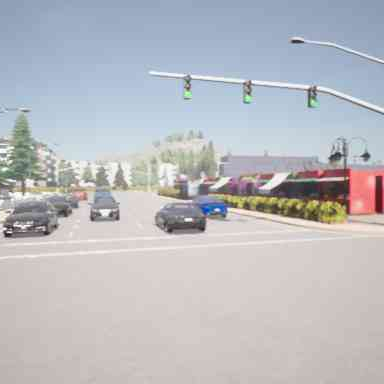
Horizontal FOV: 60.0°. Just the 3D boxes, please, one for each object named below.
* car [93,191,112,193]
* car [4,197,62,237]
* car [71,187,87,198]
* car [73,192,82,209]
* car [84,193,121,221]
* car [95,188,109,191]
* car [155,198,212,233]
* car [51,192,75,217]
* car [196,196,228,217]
[{"bbox_3d":[-8.684,0.977,32.511,2.033,1.411,5.357,-1,1,-15],"label":"car"},{"bbox_3d":[-7.941,1.243,16.715,1.837,1.490,4.892,-1,1,-16],"label":"car"},{"bbox_3d":[-18.143,0.287,53.651,2.150,2.045,5.566,-1,1,-16],"label":"car"},{"bbox_3d":[-12.856,0.985,34.382,1.994,1.385,4.181,-1,1,-15],"label":"car"},{"bbox_3d":[-6.079,1.089,23.113,2.128,1.511,4.902,-1,1,-15],"label":"car"},{"bbox_3d":[-12.037,0.434,44.651,2.150,2.045,5.566,-1,1,-15],"label":"car"},{"bbox_3d":[-0.704,1.234,17.542,1.994,1.385,4.181,-1,1,-16],"label":"car"},{"bbox_3d":[-10.464,1.054,25.783,1.882,1.535,5.008,-1,1,-15],"label":"car"},{"bbox_3d":[1.004,0.997,24.441,1.882,1.535,5.008,-1,1,-16],"label":"car"}]
